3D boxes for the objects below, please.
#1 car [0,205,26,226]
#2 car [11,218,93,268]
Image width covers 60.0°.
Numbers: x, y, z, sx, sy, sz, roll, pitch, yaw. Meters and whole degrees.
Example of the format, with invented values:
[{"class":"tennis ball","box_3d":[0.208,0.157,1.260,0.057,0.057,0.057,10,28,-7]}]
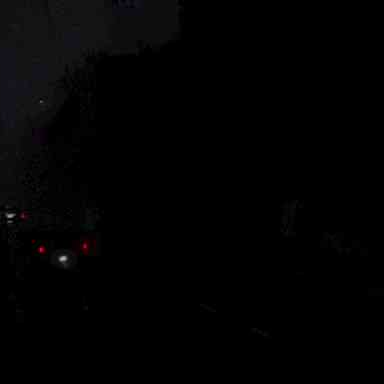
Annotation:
[{"class":"car","box_3d":[-13.927,1.781,25.127,2.097,1.767,4.553,1,-1,-34]},{"class":"car","box_3d":[-5.255,1.822,12.275,1.895,1.301,4.718,1,-1,-33]}]
